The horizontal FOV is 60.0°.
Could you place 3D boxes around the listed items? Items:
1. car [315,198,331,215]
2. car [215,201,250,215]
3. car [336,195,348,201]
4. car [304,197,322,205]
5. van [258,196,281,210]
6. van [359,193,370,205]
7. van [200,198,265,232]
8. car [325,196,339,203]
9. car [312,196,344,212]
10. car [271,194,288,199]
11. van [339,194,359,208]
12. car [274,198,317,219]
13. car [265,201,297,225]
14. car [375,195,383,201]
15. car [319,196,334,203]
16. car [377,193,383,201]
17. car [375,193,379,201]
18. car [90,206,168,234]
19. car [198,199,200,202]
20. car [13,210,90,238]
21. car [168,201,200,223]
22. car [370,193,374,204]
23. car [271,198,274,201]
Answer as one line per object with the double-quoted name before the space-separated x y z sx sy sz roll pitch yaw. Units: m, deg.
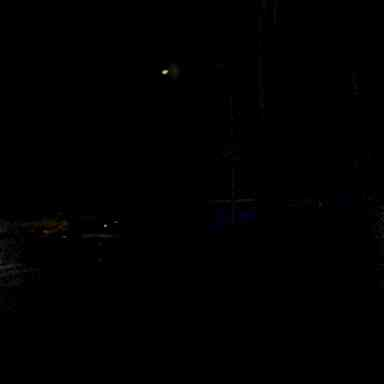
"car" 11.790 1.515 32.267 1.802 1.307 4.206 -2 -1 35
"car" 4.555 1.737 36.796 2.008 1.369 4.403 -2 -1 35
"car" 38.006 1.609 84.103 2.008 1.369 4.403 -2 -1 35
"car" 22.876 1.661 62.706 2.008 1.369 4.403 -2 -1 35
"van" 10.657 1.501 45.435 1.690 1.788 3.998 -2 -1 35
"van" 27.411 1.209 54.369 1.690 1.788 3.998 -2 -1 35
"van" 2.409 1.319 19.010 1.690 1.788 3.998 -2 -1 35
"car" 31.719 1.624 75.212 1.887 1.381 4.507 -2 -1 35
"car" 14.914 1.470 36.687 2.008 1.369 4.403 -2 -1 35
"car" 9.820 1.316 39.603 2.150 2.045 5.566 -2 -1 36
"van" 21.160 1.234 45.529 1.690 1.788 3.998 -2 -1 35
"car" 8.663 1.492 27.847 1.887 1.381 4.507 -2 -1 35
"car" 5.539 1.528 23.426 1.947 1.339 4.313 -2 -1 35
"car" 44.961 1.357 79.180 2.008 1.369 4.403 -2 -1 35
"car" 28.576 1.641 70.767 2.008 1.369 4.403 -2 -1 35
"car" 42.079 1.366 75.104 2.008 1.369 4.403 -2 -1 35
"car" 33.667 1.410 63.206 1.947 1.339 4.313 -2 -1 35
"car" -3.759 1.722 20.431 1.994 1.385 4.181 -2 -1 35
"car" 1.496 1.515 32.480 2.192 1.841 5.009 -2 -1 35
"car" -7.764 1.772 19.385 1.752 1.417 4.829 -2 -1 35
"car" -1.552 1.760 28.158 1.887 1.381 4.507 -2 -1 35
"car" 30.638 1.381 58.925 1.752 1.417 4.829 -2 -1 35
"car" 4.586 1.517 26.870 1.882 1.535 5.008 -2 -1 35
